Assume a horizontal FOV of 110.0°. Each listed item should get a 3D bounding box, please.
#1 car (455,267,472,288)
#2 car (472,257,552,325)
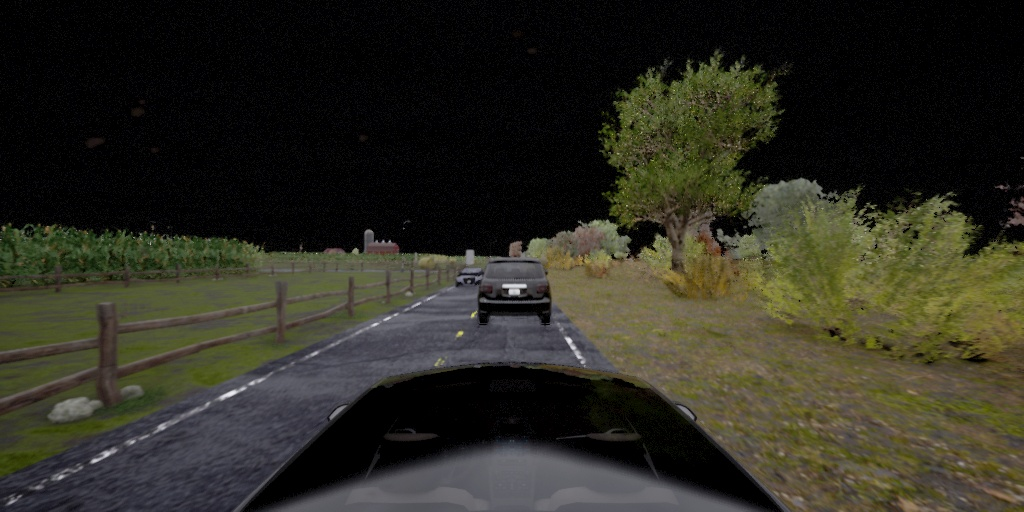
[{"bbox_3d":[-2.818,1.502,25.483,1.994,1.385,4.181,0,0,0],"label":"car"},{"bbox_3d":[0.090,1.056,12.332,2.150,2.045,5.566,0,0,0],"label":"car"}]
